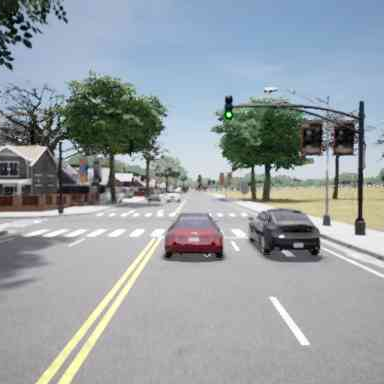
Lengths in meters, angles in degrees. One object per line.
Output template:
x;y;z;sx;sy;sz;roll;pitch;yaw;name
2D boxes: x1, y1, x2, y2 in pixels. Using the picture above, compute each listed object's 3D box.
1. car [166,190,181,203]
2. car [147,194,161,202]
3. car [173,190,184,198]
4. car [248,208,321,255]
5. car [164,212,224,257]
-3.069;0.675;55.085;2.150;2.045;5.566;0;1;1;car
-6.310;1.008;55.973;1.994;1.385;4.181;0;1;1;car
-2.926;0.444;70.810;2.128;1.511;4.902;0;1;0;car
3.338;1.378;12.697;1.837;1.490;4.892;0;1;1;car
0.094;1.440;12.381;1.994;1.385;4.181;0;1;1;car
